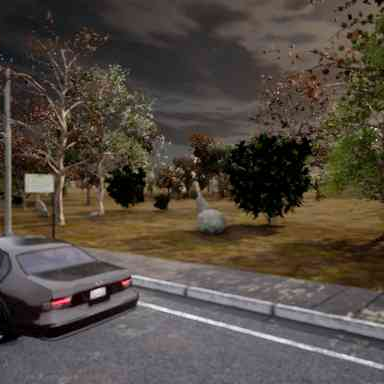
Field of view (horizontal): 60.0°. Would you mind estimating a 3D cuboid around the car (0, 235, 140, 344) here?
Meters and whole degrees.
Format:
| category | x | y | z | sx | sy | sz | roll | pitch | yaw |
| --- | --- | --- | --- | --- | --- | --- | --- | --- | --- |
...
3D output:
| category | x | y | z | sx | sy | sz | roll | pitch | yaw |
| --- | --- | --- | --- | --- | --- | --- | --- | --- | --- |
| car | -3.456 | 1.580 | 6.468 | 5.357 | 1.411 | 2.033 | 0 | 0 | 36 |
